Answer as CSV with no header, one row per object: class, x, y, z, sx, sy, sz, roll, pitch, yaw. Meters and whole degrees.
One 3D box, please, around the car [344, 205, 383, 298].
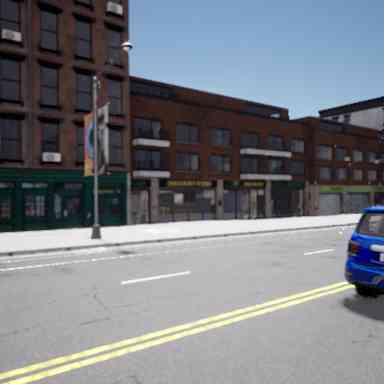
car,5.706,1.302,7.485,5.566,2.045,2.150,1,0,-35
